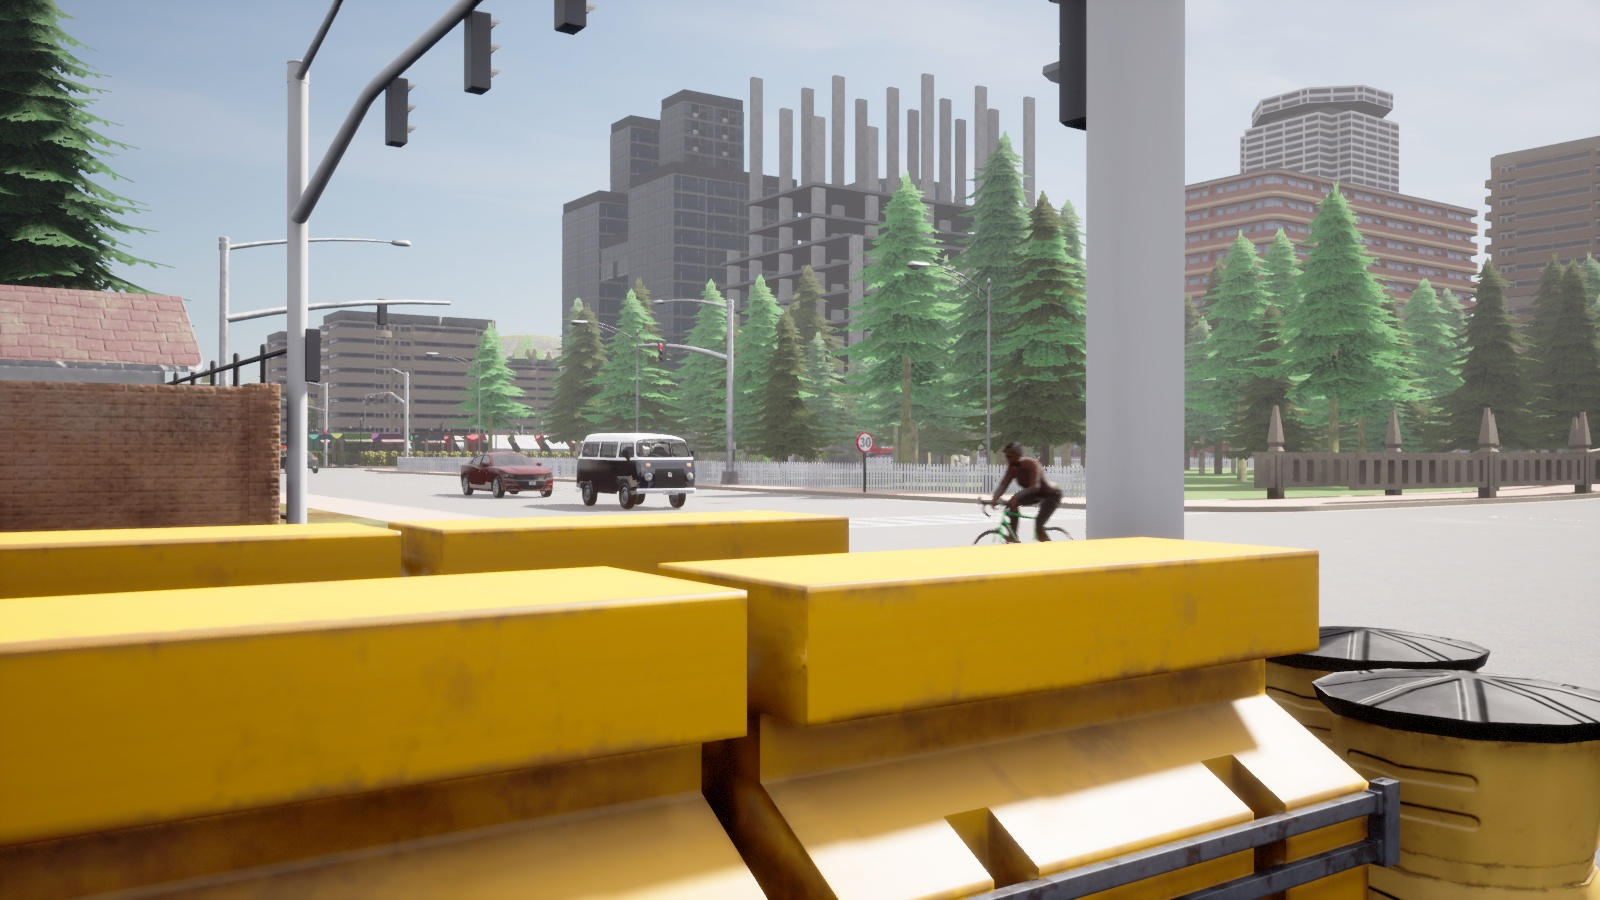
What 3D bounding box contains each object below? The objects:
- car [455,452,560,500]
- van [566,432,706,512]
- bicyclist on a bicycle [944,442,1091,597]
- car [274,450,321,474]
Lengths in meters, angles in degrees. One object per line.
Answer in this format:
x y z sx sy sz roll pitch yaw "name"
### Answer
-10.039 0.849 42.856 1.882 1.535 5.008 0 0 -33 "car"
-4.568 0.562 34.452 2.069 2.038 4.480 0 0 -33 "van"
2.415 0.727 13.867 1.656 1.620 0.582 -1 0 -35 "bicyclist on a bicycle"
-35.247 0.813 88.001 2.152 1.651 5.027 0 0 -33 "car"
